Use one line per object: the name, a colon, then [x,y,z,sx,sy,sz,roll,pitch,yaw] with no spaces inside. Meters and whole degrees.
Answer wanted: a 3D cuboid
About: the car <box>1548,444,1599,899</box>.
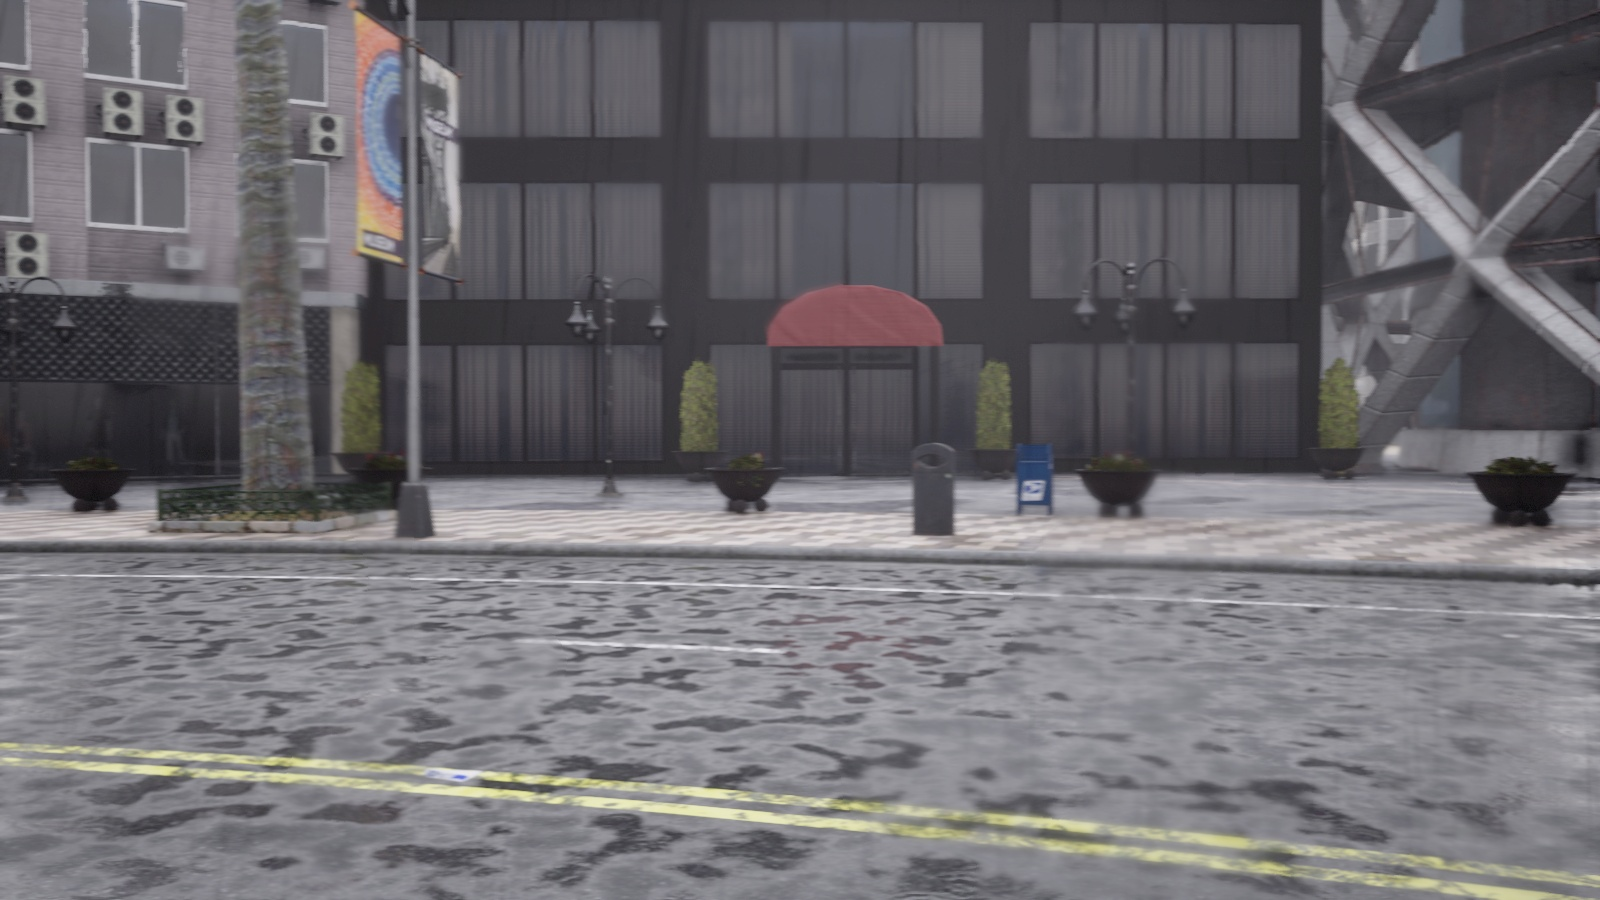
car: [4.003,0.789,1.624,5.008,1.535,1.882,1,1,23]
